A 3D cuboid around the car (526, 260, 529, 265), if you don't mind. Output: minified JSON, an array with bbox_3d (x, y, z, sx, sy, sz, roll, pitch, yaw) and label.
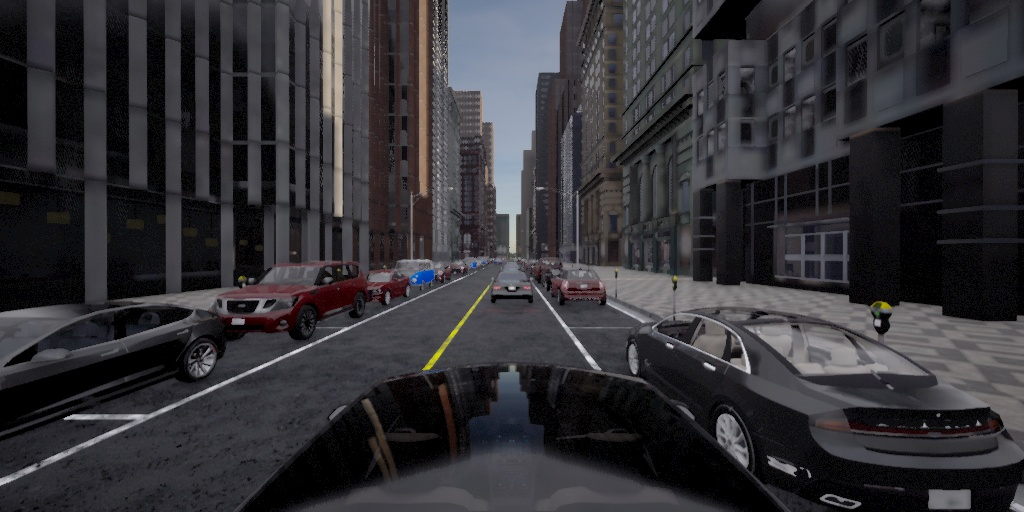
[{"bbox_3d":[2.762,1.312,38.261,1.948,1.339,4.313,0,0,0],"label":"car"}]

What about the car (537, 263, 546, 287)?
[{"bbox_3d":[2.762,1.312,21.352,1.948,1.339,4.313,0,0,0],"label":"car"}]

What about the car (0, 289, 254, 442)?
[{"bbox_3d":[-5.763,1.313,4.432,1.948,1.339,4.313,0,0,0],"label":"car"}]

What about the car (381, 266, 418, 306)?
[{"bbox_3d":[-5.763,1.292,15.706,1.888,1.381,4.507,0,0,0],"label":"car"}]

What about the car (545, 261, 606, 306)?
[{"bbox_3d":[2.762,1.187,15.715,1.967,1.591,4.097,0,0,0],"label":"car"}]

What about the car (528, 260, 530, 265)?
[{"bbox_3d":[2.763,1.291,32.625,1.888,1.381,4.507,0,0,0],"label":"car"}]

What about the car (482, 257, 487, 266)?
[{"bbox_3d":[-5.763,1.299,60.798,2.007,1.370,4.403,0,0,0],"label":"car"}]

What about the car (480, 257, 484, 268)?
[{"bbox_3d":[-5.763,1.273,54.992,1.751,1.417,4.829,0,0,0],"label":"car"}]

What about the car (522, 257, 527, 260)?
[{"bbox_3d":[2.763,1.186,49.533,1.967,1.591,4.097,0,0,0],"label":"car"}]

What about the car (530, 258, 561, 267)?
[{"bbox_3d":[2.762,1.061,26.988,2.192,1.841,5.009,0,0,0],"label":"car"}]

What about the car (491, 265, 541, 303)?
[{"bbox_3d":[0.000,1.311,16.501,2.033,1.411,5.357,0,0,0],"label":"car"}]

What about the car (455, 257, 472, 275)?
[{"bbox_3d":[-5.763,1.186,38.253,1.967,1.591,4.097,0,0,0],"label":"car"}]

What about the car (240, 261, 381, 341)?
[{"bbox_3d":[-5.763,1.062,10.068,2.192,1.841,5.009,0,0,0],"label":"car"}]

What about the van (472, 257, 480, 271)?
[{"bbox_3d":[-5.763,1.087,49.526,1.690,1.789,3.998,0,0,0],"label":"van"}]

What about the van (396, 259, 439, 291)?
[{"bbox_3d":[-5.763,1.087,21.342,1.690,1.789,3.998,0,0,0],"label":"van"}]

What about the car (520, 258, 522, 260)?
[{"bbox_3d":[2.763,1.315,60.805,1.948,1.339,4.313,0,0,0],"label":"car"}]

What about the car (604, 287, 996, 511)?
[{"bbox_3d":[2.762,1.298,4.443,2.007,1.370,4.403,0,0,0],"label":"car"}]

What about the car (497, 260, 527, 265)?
[{"bbox_3d":[0.000,1.311,31.501,2.033,1.411,5.357,0,0,0],"label":"car"}]

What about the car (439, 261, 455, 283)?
[{"bbox_3d":[-5.763,1.186,26.979,1.967,1.591,4.097,0,0,0],"label":"car"}]
